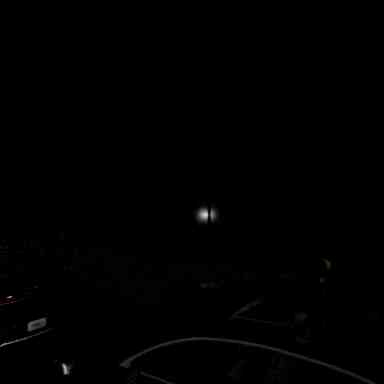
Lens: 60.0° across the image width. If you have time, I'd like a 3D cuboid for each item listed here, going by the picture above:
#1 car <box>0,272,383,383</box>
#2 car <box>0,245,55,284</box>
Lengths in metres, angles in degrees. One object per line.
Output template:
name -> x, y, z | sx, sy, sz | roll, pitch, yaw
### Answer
car -> 0.583, 1.561, 2.665 | 4.403, 1.369, 2.008 | -1, 0, 36
car -> -3.912, 1.616, 5.873 | 4.403, 1.369, 2.008 | -1, 0, 36
